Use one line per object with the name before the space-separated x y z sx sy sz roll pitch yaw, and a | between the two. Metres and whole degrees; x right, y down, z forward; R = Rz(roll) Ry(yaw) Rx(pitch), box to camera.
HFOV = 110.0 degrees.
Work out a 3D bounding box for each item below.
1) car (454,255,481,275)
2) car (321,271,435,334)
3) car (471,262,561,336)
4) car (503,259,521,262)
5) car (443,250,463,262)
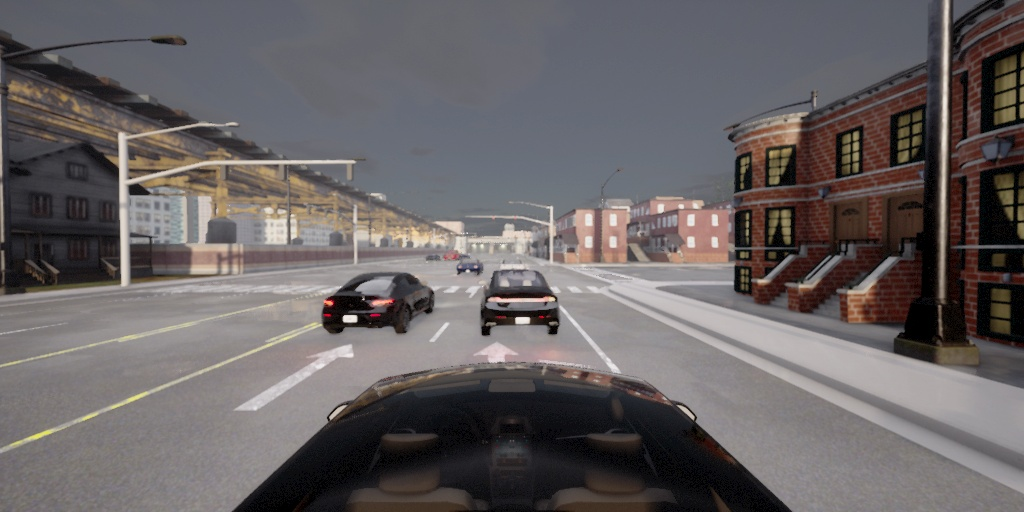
car | -3.491 0.865 30.694 1.895 1.301 4.718 0 1 0
car | -3.451 1.138 9.953 1.812 1.442 4.674 0 1 0
car | 0.091 1.103 9.920 2.128 1.511 4.902 0 1 -3
car | 0.009 0.864 30.702 1.895 1.301 4.718 0 1 0
car | -10.715 -0.080 64.417 2.150 2.045 5.566 0 1 0
